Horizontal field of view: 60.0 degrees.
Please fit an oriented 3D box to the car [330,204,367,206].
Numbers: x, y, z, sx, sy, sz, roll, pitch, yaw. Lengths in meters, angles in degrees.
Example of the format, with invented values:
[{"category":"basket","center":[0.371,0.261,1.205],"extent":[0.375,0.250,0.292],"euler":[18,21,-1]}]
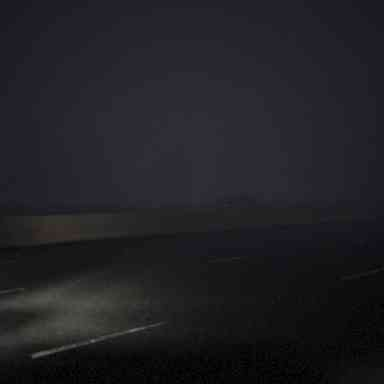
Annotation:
[{"category":"car","center":[16.580,1.544,35.506],"extent":[5.357,1.411,2.033],"euler":[0,0,-32]}]
